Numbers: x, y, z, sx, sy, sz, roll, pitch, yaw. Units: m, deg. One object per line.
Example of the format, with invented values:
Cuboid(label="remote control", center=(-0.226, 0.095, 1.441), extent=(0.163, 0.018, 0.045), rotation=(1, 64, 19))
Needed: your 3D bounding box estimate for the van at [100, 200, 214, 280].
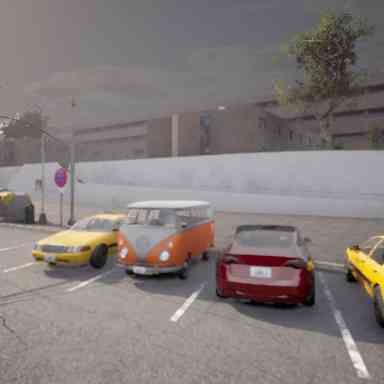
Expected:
Cuboid(label="van", center=(-0.609, 1.236, 9.782), extent=(1.878, 1.987, 4.442), rotation=(1, 0, 15))

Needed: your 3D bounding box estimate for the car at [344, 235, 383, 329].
Cuboid(label="car", center=(4.323, 1.489, 6.614), extent=(1.946, 1.575, 5.366), rotation=(0, -1, 15))

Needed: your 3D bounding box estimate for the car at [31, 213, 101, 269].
Cuboid(label="car", center=(-3.059, 1.445, 11.444), extent=(1.946, 1.575, 5.366), rotation=(1, 0, 15))

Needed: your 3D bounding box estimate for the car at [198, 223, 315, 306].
Cuboid(label="car", center=(1.850, 1.507, 8.193), extent=(2.163, 1.488, 4.792), rotation=(0, -1, 15))
